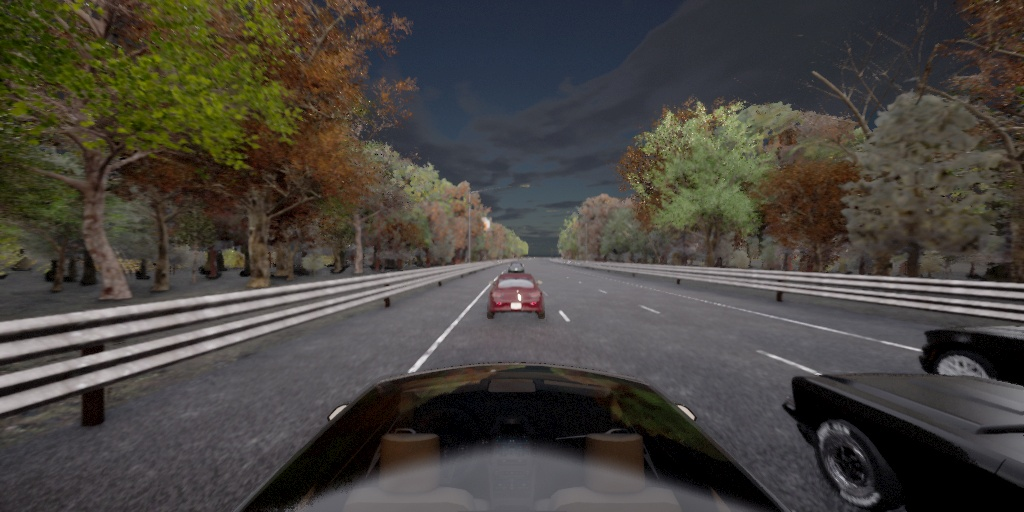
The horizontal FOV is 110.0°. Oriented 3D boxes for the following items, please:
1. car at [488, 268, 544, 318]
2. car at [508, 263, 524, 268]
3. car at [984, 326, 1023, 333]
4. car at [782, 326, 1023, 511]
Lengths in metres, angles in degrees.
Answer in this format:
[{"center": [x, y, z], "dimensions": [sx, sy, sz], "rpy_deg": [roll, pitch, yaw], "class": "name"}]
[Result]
[{"center": [0.137, 1.325, 13.030], "dimensions": [1.812, 1.442, 4.674], "rpy_deg": [0, 0, 0], "class": "car"}, {"center": [0.517, 1.496, 43.293], "dimensions": [1.994, 1.385, 4.181], "rpy_deg": [0, 0, 1], "class": "car"}, {"center": [7.105, 1.237, 3.309], "dimensions": [1.882, 1.535, 5.008], "rpy_deg": [0, 0, 0], "class": "car"}, {"center": [3.602, 1.351, 1.378], "dimensions": [1.895, 1.301, 4.718], "rpy_deg": [0, 0, 0], "class": "car"}]
